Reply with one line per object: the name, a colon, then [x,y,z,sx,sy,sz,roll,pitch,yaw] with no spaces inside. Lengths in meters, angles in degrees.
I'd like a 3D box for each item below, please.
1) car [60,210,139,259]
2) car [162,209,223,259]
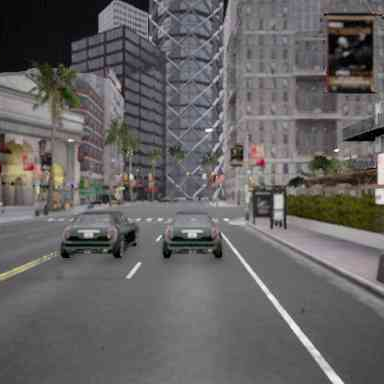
car: [-3.472,1.499,13.352,2.097,1.767,4.553,0,-1,0]
car: [0.028,1.499,13.350,2.097,1.767,4.553,0,-1,0]
